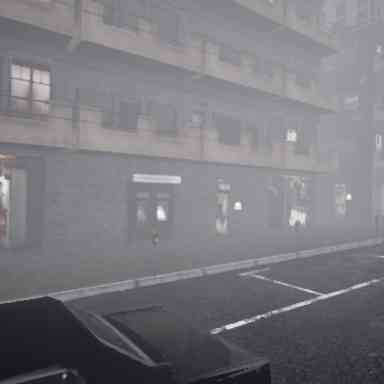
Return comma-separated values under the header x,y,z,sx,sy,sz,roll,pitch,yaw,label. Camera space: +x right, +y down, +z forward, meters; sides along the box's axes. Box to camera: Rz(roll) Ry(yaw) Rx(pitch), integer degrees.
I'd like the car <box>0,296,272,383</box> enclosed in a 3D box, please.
x,y,z,sx,sy,sz,roll,pitch,yaw,label
-1.735,1.601,2.141,4.718,1.301,1.895,0,0,-36,car
